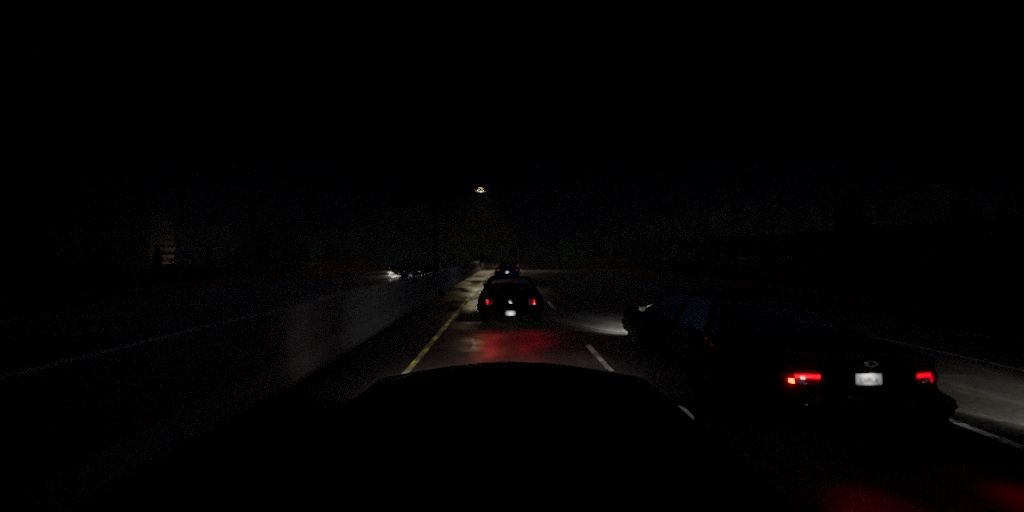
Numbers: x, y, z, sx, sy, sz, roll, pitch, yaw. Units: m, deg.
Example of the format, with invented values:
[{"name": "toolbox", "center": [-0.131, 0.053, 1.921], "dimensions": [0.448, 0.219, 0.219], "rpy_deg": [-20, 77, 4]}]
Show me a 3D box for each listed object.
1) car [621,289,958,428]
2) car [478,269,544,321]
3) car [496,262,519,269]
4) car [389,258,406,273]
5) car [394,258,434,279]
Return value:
[{"name": "car", "center": [3.529, 1.266, 6.091], "dimensions": [2.033, 1.411, 5.357], "rpy_deg": [0, 0, -1]}, {"name": "car", "center": [-0.071, 1.311, 12.275], "dimensions": [1.895, 1.301, 4.718], "rpy_deg": [0, 0, -1]}, {"name": "car", "center": [-0.381, 1.210, 29.593], "dimensions": [1.994, 1.385, 4.181], "rpy_deg": [0, 0, -1]}, {"name": "car", "center": [-11.236, 1.159, 38.475], "dimensions": [1.837, 1.490, 4.892], "rpy_deg": [0, 0, -1]}, {"name": "car", "center": [-7.571, 1.168, 29.196], "dimensions": [2.128, 1.511, 4.902], "rpy_deg": [0, 0, -1]}]
